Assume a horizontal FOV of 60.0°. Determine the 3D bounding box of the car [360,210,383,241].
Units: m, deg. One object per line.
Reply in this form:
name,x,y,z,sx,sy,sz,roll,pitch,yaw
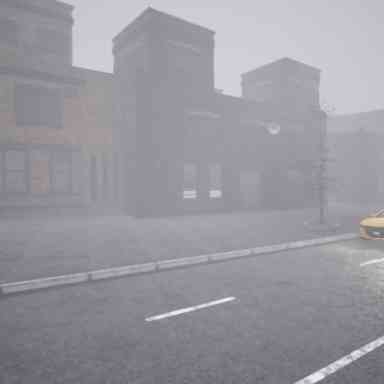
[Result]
car,9.687,1.444,15.426,5.008,1.535,1.882,0,0,-37
